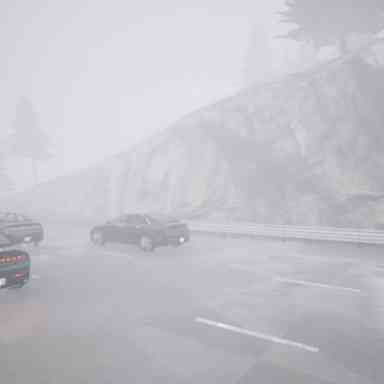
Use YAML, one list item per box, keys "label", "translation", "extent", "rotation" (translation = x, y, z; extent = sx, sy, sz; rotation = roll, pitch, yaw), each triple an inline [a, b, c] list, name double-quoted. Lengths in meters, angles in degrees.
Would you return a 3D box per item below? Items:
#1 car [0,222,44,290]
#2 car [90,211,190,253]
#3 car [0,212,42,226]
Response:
- label: "car"
  translation: [-5.863, 1.580, 8.146]
  extent: [4.892, 1.490, 1.837]
  rotation: [0, 0, 36]
- label: "car"
  translation: [-2.351, 1.586, 14.243]
  extent: [4.892, 1.490, 1.837]
  rotation: [0, 0, 36]
- label: "car"
  translation: [-8.317, 1.609, 14.197]
  extent: [4.902, 1.511, 2.128]
  rotation: [0, 0, 35]
